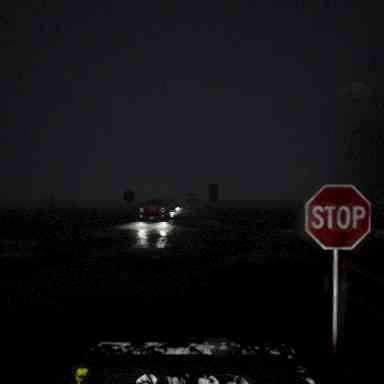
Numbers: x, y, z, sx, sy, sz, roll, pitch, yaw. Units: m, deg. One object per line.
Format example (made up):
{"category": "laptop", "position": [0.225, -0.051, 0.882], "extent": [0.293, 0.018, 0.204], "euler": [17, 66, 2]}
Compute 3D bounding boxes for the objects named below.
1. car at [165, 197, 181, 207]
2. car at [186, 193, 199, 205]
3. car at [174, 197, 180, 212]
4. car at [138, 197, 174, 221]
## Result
{"category": "car", "position": [-2.813, 1.485, 50.523], "extent": [2.128, 1.511, 4.902], "euler": [0, 0, 0]}
{"category": "car", "position": [0.120, 1.218, 59.603], "extent": [2.150, 2.045, 5.566], "euler": [0, 0, 0]}
{"category": "car", "position": [-2.833, 1.536, 39.552], "extent": [2.033, 1.411, 5.357], "euler": [0, 0, 0]}
{"category": "car", "position": [-2.913, 1.340, 26.804], "extent": [2.097, 1.767, 4.553], "euler": [0, 0, 2]}
